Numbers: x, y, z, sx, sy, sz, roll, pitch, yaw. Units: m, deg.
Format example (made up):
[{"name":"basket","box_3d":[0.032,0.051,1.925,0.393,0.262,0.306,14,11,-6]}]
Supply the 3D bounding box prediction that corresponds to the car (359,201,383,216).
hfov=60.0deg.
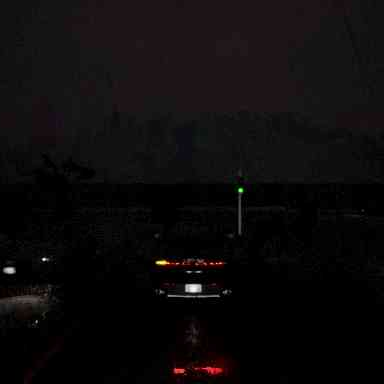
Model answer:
[{"name":"car","box_3d":[18.207,1.564,31.553,4.181,1.385,1.994,0,0,0]}]

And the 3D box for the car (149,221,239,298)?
[{"name":"car","box_3d":[0.054,1.505,8.485,1.837,1.490,4.892,0,0,1]}]

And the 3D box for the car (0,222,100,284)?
[{"name":"car","box_3d":[-4.061,1.564,9.423,1.994,1.385,4.181,0,0,0]}]
